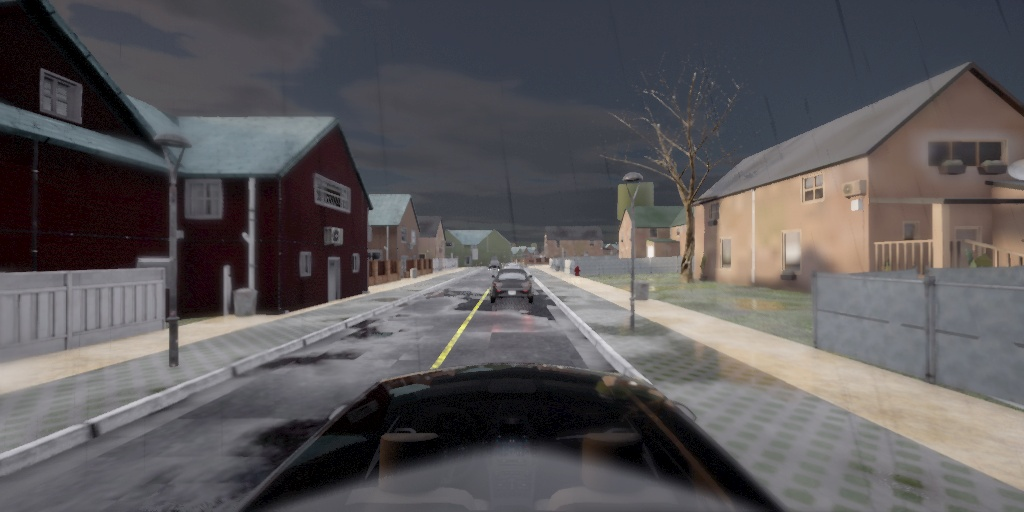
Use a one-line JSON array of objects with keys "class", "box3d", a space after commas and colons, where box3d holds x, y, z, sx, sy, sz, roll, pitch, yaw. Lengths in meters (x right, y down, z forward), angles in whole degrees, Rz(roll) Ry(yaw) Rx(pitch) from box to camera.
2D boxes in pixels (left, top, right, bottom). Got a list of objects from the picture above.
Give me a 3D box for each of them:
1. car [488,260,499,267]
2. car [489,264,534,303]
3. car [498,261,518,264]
[{"class": "car", "box3d": [-2.750, 1.401, 57.853, 1.837, 1.490, 4.892, 0, 0, 0]}, {"class": "car", "box3d": [0.000, 1.290, 16.501, 1.812, 1.442, 4.674, 0, 0, 0]}, {"class": "car", "box3d": [0.000, 1.312, 31.503, 1.812, 1.442, 4.674, 0, 0, 0]}]
